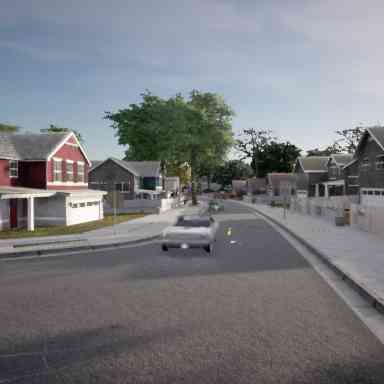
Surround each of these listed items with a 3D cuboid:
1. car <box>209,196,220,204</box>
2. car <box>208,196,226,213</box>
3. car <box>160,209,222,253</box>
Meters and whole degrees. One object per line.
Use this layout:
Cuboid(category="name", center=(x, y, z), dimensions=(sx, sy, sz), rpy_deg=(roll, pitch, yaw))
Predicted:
Cuboid(category="car", center=(4.295, 1.548, 64.169), dimensions=(1.994, 1.385, 4.181), rpy_deg=(0, 0, 1))
Cuboid(category="car", center=(2.876, 1.553, 38.616), dimensions=(2.128, 1.511, 4.902), rpy_deg=(0, 0, 5))
Cuboid(category="car", center=(0.040, 1.608, 13.859), dimensions=(1.895, 1.301, 4.718), rpy_deg=(0, 0, 8))
